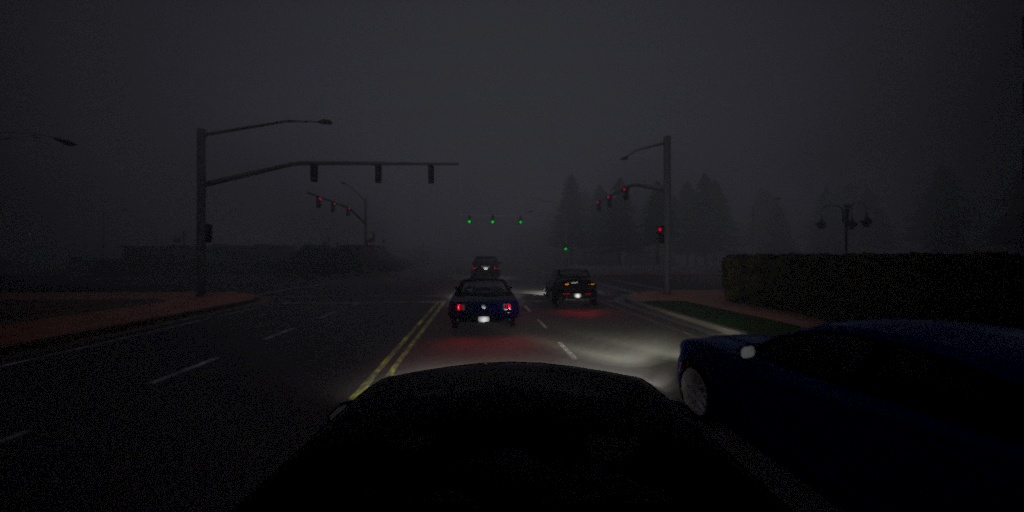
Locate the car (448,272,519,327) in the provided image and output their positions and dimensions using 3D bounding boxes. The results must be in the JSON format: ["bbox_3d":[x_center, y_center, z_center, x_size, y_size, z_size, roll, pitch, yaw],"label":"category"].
[{"bbox_3d":[-0.906,1.363,11.557,1.895,1.301,4.718,0,0,-5],"label":"car"}]

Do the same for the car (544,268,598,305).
[{"bbox_3d":[2.580,1.273,16.185,1.837,1.490,4.892,0,0,1],"label":"car"}]

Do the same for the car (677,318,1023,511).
[{"bbox_3d":[3.203,1.230,2.795,1.882,1.535,5.008,0,-1,-3],"label":"car"}]

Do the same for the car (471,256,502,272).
[{"bbox_3d":[-1.988,1.003,28.164,2.150,2.045,5.566,0,0,-2],"label":"car"}]
